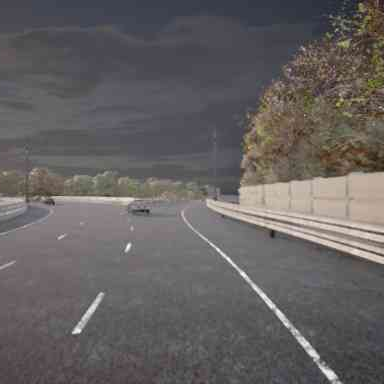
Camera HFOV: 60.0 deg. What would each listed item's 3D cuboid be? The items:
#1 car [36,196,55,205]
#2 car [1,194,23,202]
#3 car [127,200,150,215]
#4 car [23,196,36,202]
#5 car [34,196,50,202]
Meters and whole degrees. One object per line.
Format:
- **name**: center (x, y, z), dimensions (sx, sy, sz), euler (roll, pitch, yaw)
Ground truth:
- **car**: center (-26.860, 1.648, 61.581), dimensions (1.837, 1.490, 4.892), euler (0, 0, -36)
- **car**: center (-43.329, 1.815, 79.949), dimensions (4.718, 1.301, 1.895), euler (0, 0, 40)
- **car**: center (-5.715, 1.579, 35.025), dimensions (2.033, 1.411, 5.357), euler (0, 0, -18)
- **car**: center (-40.497, 1.805, 82.129), dimensions (4.718, 1.301, 1.895), euler (0, 0, 40)
- **car**: center (-38.257, 1.693, 84.809), dimensions (4.892, 1.490, 1.837), euler (0, 0, 40)
